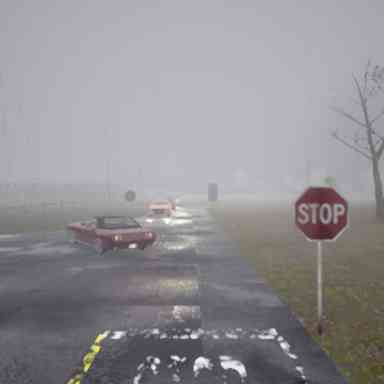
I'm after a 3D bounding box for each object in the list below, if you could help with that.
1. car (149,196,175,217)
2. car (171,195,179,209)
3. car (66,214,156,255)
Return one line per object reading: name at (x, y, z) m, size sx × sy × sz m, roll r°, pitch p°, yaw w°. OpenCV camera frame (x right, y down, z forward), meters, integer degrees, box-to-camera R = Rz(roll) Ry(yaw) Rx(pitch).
car at (-2.929, 1.463, 31.530) m, size 1.882 × 1.535 × 5.008 m, roll 0°, pitch 0°, yaw 0°
car at (-2.947, 1.482, 41.191) m, size 1.837 × 1.490 × 4.892 m, roll 0°, pitch 0°, yaw 0°
car at (-3.471, 1.592, 13.422) m, size 1.895 × 1.301 × 4.718 m, roll 1°, pitch 0°, yaw -39°
